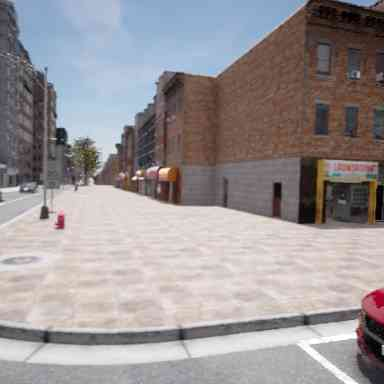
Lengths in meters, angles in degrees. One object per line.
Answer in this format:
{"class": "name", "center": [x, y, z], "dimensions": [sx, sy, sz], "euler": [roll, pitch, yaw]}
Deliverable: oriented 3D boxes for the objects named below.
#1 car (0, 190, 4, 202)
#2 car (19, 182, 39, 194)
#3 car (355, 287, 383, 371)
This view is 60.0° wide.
{"class": "car", "center": [-16.359, 0.154, 26.348], "dimensions": [1.812, 1.442, 4.674], "euler": [1, 2, -17]}
{"class": "car", "center": [-21.829, -0.589, 44.679], "dimensions": [2.128, 1.511, 4.902], "euler": [1, 2, -17]}
{"class": "car", "center": [4.215, 1.477, 4.091], "dimensions": [4.507, 1.381, 1.887], "euler": [1, 2, -17]}
